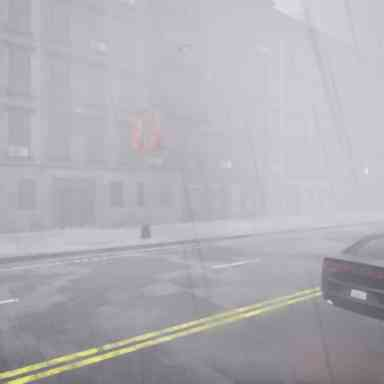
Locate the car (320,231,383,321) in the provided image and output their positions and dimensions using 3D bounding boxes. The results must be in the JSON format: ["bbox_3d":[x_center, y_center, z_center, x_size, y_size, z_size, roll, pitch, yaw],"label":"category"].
[{"bbox_3d":[4.695,1.510,6.790,5.008,1.535,1.882,0,0,-36],"label":"car"}]
